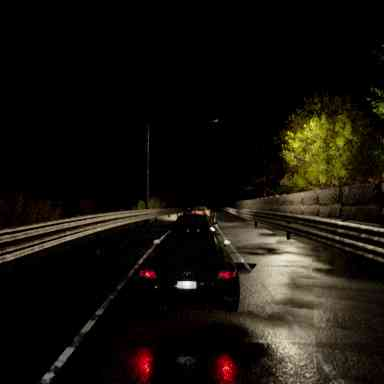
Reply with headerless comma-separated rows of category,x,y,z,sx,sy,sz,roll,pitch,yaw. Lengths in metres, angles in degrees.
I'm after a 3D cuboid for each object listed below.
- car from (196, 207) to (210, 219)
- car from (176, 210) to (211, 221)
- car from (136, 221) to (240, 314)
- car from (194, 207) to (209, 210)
car,1.642,3.000,47.648,1.882,1.535,5.008,0,-2,4
car,0.057,1.687,14.196,1.837,1.490,4.892,0,-2,1
car,-0.013,1.618,7.810,1.994,1.385,4.181,0,-1,2
car,0.205,1.924,21.764,2.128,1.511,4.902,0,-2,1
